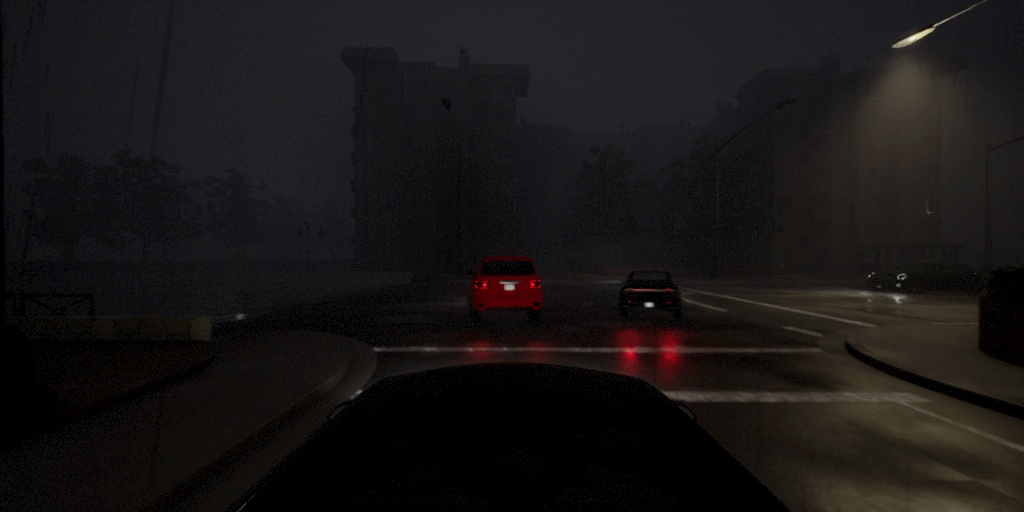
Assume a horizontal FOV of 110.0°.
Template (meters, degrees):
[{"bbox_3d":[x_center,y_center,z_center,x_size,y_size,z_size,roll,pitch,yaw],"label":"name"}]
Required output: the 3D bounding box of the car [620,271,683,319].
[{"bbox_3d":[5.018,1.264,12.899,2.128,1.511,4.902,-1,-1,23],"label":"car"}]

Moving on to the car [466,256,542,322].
[{"bbox_3d":[-0.419,1.053,12.781,2.150,2.045,5.566,0,-1,-8],"label":"car"}]

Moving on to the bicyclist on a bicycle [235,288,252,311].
[{"bbox_3d":[-20.159,3.238,26.881,0.582,1.620,1.656,-8,0,2],"label":"bicyclist on a bicycle"}]

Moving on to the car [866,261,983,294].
[{"bbox_3d":[21.962,1.059,19.248,4.553,1.767,2.097,0,0,1],"label":"car"}]
